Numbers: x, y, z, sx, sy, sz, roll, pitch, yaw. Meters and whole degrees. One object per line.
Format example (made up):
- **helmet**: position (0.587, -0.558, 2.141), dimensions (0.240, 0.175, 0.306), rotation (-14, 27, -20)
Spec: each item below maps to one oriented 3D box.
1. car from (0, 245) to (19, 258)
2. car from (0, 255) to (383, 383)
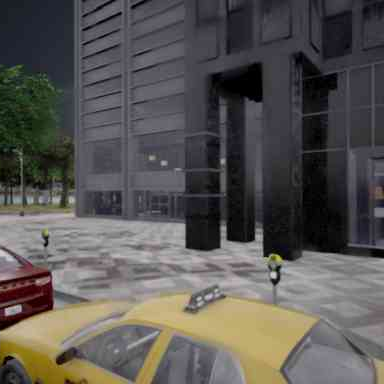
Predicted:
- **car**: position (-4.381, 1.583, 6.096), dimensions (4.507, 1.381, 1.887), rotation (0, 0, 36)
- **car**: position (-0.096, 1.535, 3.032), dimensions (4.829, 1.417, 1.752), rotation (0, 0, 36)
